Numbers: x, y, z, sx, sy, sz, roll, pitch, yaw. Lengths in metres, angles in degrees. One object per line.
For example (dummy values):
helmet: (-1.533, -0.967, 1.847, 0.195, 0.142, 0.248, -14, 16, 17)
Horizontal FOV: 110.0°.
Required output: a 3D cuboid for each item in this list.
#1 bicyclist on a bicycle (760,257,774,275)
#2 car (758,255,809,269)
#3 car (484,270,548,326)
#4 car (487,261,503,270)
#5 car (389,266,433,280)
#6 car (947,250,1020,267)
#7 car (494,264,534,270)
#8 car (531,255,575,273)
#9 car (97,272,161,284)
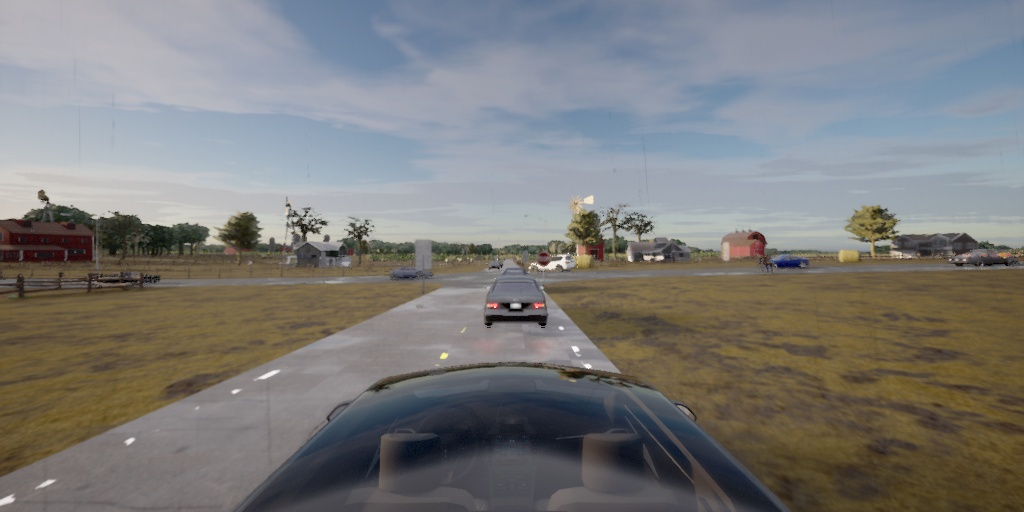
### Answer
bicyclist on a bicycle: (22.888, 0.888, 32.212, 0.582, 1.620, 1.656, -1, -1, 0)
car: (30.053, 0.647, 39.805, 5.008, 1.535, 1.882, -1, 1, 0)
car: (0.107, 1.341, 11.736, 2.033, 1.411, 5.357, 0, 0, 0)
car: (-2.922, 1.544, 58.786, 1.837, 1.490, 4.892, 0, 0, 0)
car: (-10.132, 1.681, 36.104, 4.181, 1.385, 1.994, -1, 1, 0)
car: (47.415, 0.385, 36.159, 5.357, 1.411, 2.033, -1, 1, 0)
car: (0.205, 1.405, 22.139, 1.994, 1.385, 4.181, 0, 0, 3)
car: (4.659, 0.975, 42.169, 5.566, 2.045, 2.150, -3, 1, 35)
car: (-38.447, 2.248, 36.104, 4.718, 1.301, 1.895, -1, 1, 0)
